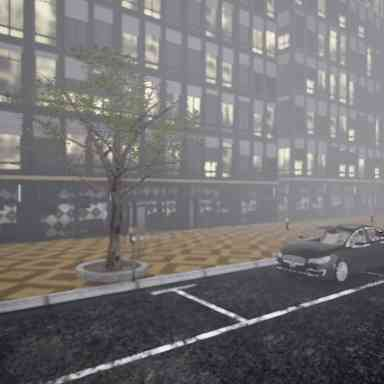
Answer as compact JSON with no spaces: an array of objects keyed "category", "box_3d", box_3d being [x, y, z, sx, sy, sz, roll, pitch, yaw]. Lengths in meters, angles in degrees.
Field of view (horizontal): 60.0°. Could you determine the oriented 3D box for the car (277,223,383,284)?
[{"category":"car","box_3d":[4.320,1.620,9.651,4.403,1.369,2.008,1,-1,-35]}]
